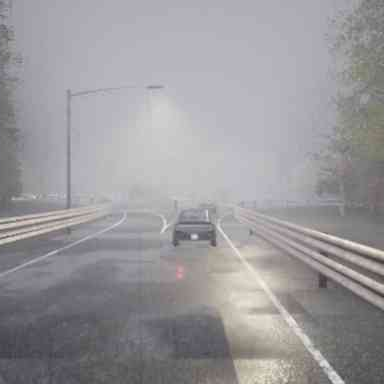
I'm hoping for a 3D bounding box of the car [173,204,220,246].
[{"bbox_3d":[0.137,1.568,15.659,2.128,1.511,4.902,0,0,1],"label":"car"}]

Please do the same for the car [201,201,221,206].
[{"bbox_3d":[1.890,1.701,35.276,2.128,1.511,4.902,1,-1,12],"label":"car"}]
